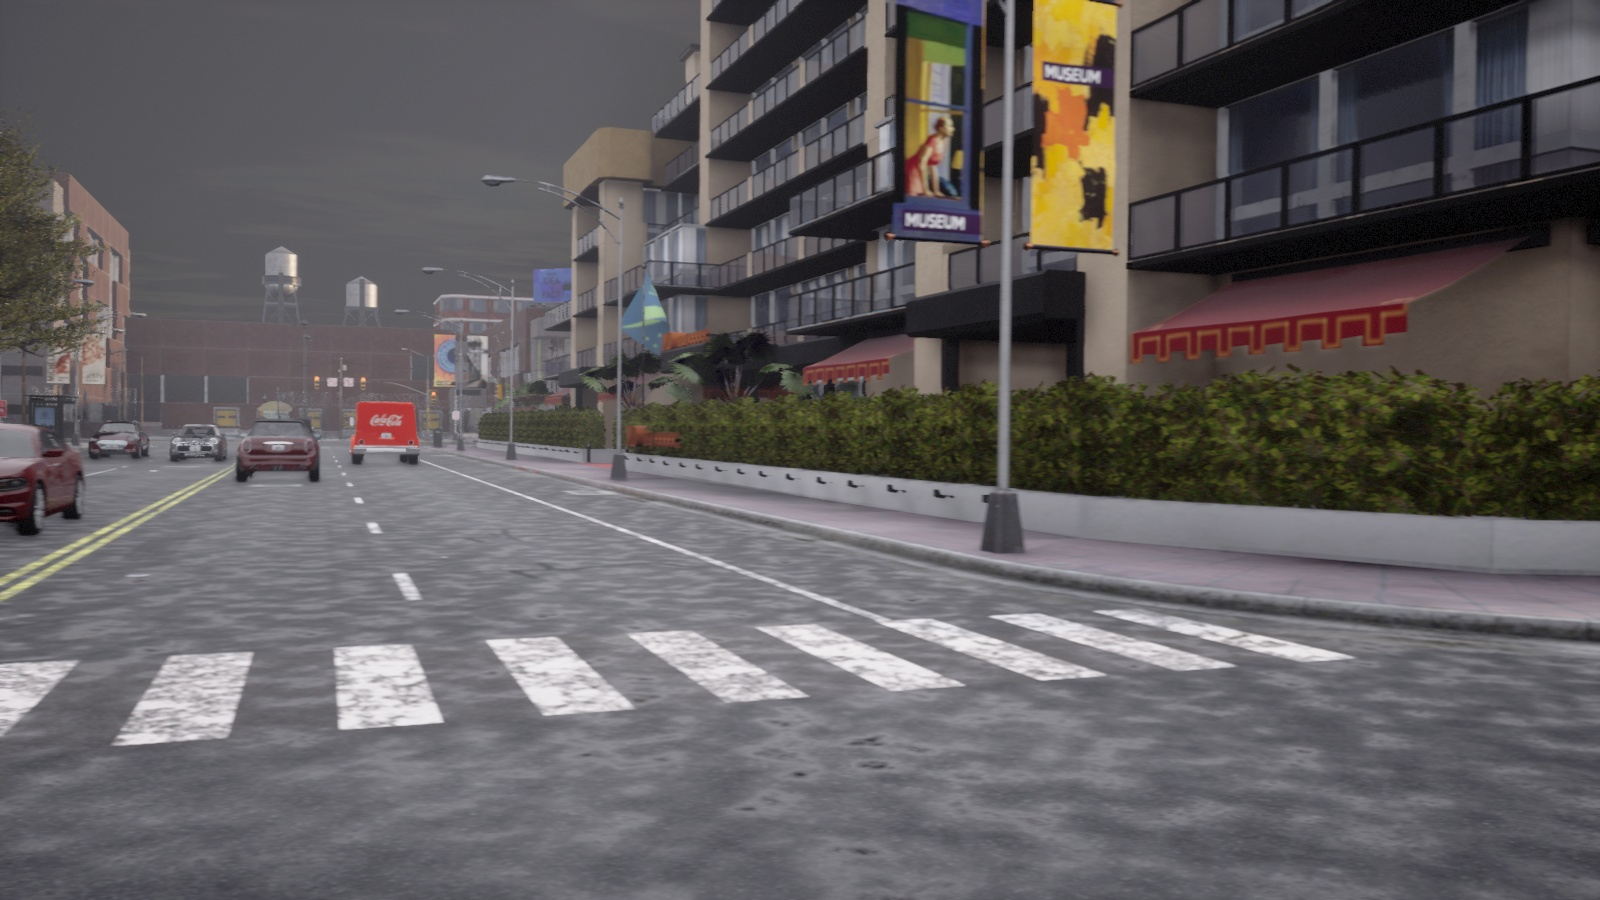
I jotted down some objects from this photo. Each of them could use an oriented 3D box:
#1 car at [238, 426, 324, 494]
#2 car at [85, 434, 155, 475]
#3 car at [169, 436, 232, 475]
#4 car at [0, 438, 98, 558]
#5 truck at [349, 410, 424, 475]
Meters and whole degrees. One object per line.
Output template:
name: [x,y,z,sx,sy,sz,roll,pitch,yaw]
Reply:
car: [-14.681,0.235,35.684,2.097,1.767,4.553,-1,1,-21]
car: [-29.509,0.158,54.648,2.033,1.649,4.856,-1,1,-21]
car: [-24.478,0.192,51.366,1.970,1.475,3.806,-1,1,-20]
car: [-11.730,0.604,18.336,1.882,1.535,5.008,-1,1,-21]
truck: [-16.896,-0.338,51.113,2.627,2.467,5.204,-1,1,-21]
